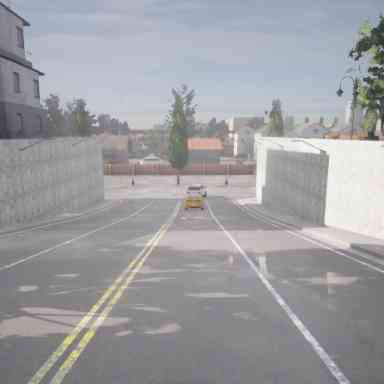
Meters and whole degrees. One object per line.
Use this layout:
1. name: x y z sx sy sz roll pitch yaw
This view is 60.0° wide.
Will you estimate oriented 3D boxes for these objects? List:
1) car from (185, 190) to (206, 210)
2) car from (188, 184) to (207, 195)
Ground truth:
1. car: 0.241 0.981 36.277 1.882 1.535 5.008 0 4 0
2. car: 0.654 -0.099 46.569 2.150 2.045 5.566 1 7 9
